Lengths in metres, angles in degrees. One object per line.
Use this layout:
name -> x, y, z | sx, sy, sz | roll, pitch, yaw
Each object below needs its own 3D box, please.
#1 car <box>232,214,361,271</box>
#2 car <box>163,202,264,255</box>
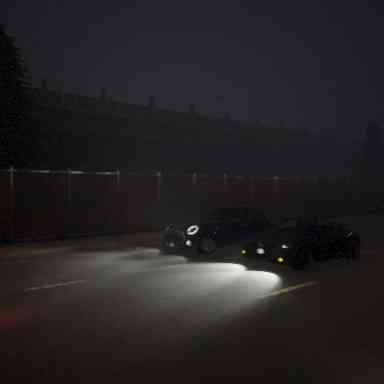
car -> 3.621, 1.525, 10.816 | 4.181, 1.385, 1.994 | 0, 0, -35
car -> 1.110, 1.315, 13.324 | 4.553, 1.767, 2.097 | 0, 0, -35
